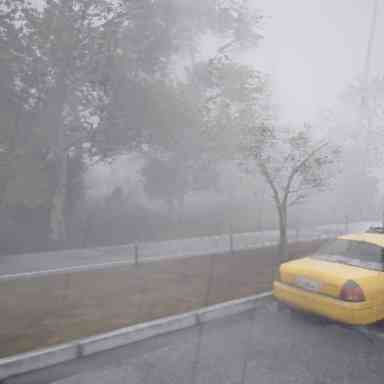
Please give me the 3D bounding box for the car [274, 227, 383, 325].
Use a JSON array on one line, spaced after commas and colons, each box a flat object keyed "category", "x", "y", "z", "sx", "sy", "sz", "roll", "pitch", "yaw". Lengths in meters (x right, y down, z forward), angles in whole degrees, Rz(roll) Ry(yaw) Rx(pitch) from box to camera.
[{"category": "car", "x": 4.070, "y": 1.501, "z": 6.900, "sx": 5.366, "sy": 1.575, "sz": 1.946, "roll": 0, "pitch": 0, "yaw": -33}]
